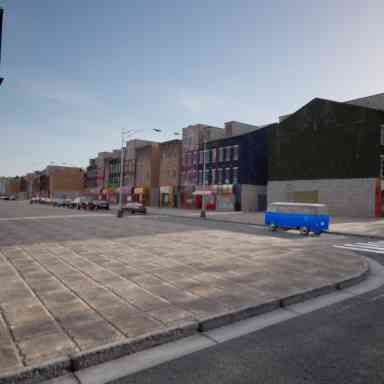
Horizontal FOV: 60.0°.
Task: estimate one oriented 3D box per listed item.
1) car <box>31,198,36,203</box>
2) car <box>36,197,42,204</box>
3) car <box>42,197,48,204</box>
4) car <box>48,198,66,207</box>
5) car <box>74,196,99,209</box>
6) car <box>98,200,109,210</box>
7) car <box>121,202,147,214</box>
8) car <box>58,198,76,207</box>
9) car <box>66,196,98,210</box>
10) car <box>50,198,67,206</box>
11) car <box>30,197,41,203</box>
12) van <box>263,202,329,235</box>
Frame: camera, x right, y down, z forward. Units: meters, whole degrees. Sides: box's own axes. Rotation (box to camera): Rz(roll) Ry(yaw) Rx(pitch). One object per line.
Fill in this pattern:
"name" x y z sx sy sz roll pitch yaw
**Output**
"car" -35.425 1.837 77.627 1.967 1.590 4.097 3 -2 -36
"car" -32.229 1.951 73.192 1.802 1.307 4.206 3 -2 -36
"car" -29.126 1.870 68.898 1.752 1.417 4.829 3 -2 -36
"car" -20.689 1.709 52.716 2.033 1.411 5.357 3 -2 -36
"car" -16.218 1.577 51.037 2.192 1.841 5.009 3 -2 -36
"car" -13.026 1.813 46.598 1.947 1.339 4.313 3 -2 -36
"car" -6.627 1.808 37.733 1.802 1.307 4.206 3 -2 -36
"car" -22.627 1.842 59.896 1.887 1.381 4.507 3 -2 -36
"car" -14.860 1.489 44.745 2.097 1.767 4.553 3 -2 -35
"car" -25.827 1.886 64.327 1.947 1.339 4.313 3 -2 -36
"car" -38.630 2.010 82.055 1.802 1.307 4.206 3 -2 -36
"van" 6.182 1.555 20.008 1.690 1.788 3.998 3 -2 -36
